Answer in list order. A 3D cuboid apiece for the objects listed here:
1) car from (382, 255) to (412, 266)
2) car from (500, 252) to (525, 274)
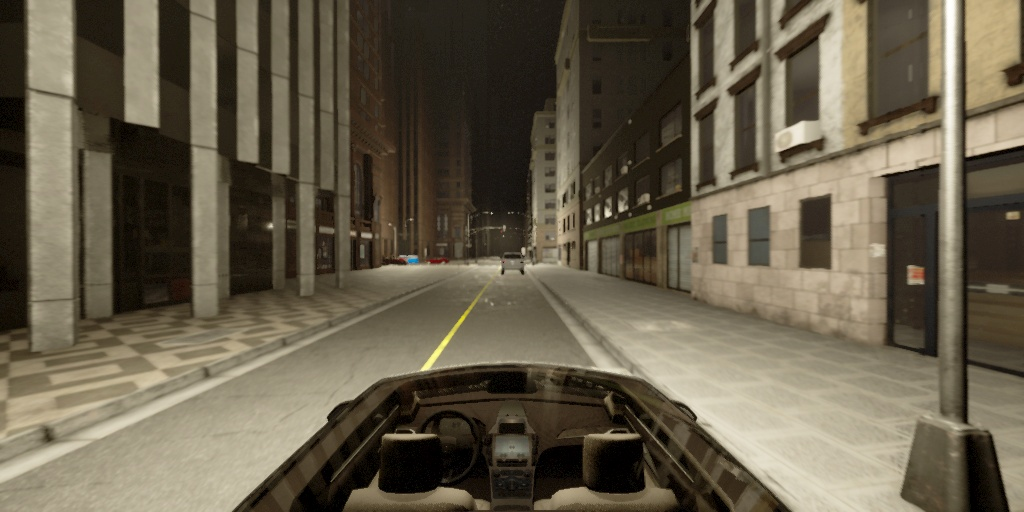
[{"bbox_3d":[-19.729,0.806,59.420,5.009,1.841,2.192,0,0,0],"label":"car"},{"bbox_3d":[0.043,0.661,34.604,2.150,2.045,5.566,0,1,0],"label":"car"}]
